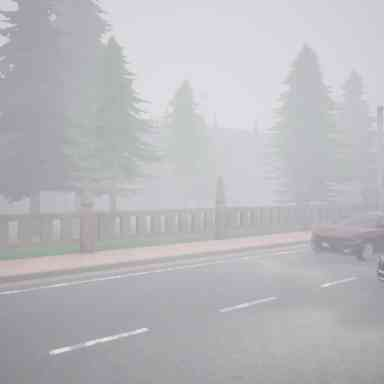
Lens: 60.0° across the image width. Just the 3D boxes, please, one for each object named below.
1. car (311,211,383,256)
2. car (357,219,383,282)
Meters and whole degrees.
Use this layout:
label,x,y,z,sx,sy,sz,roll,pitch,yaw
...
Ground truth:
label,x,y,z,sx,sy,sz,roll,pitch,yaw
car,6.523,1.481,12.381,5.008,1.535,1.882,0,0,-33
car,6.536,1.494,8.213,4.902,1.511,2.128,0,0,-33
